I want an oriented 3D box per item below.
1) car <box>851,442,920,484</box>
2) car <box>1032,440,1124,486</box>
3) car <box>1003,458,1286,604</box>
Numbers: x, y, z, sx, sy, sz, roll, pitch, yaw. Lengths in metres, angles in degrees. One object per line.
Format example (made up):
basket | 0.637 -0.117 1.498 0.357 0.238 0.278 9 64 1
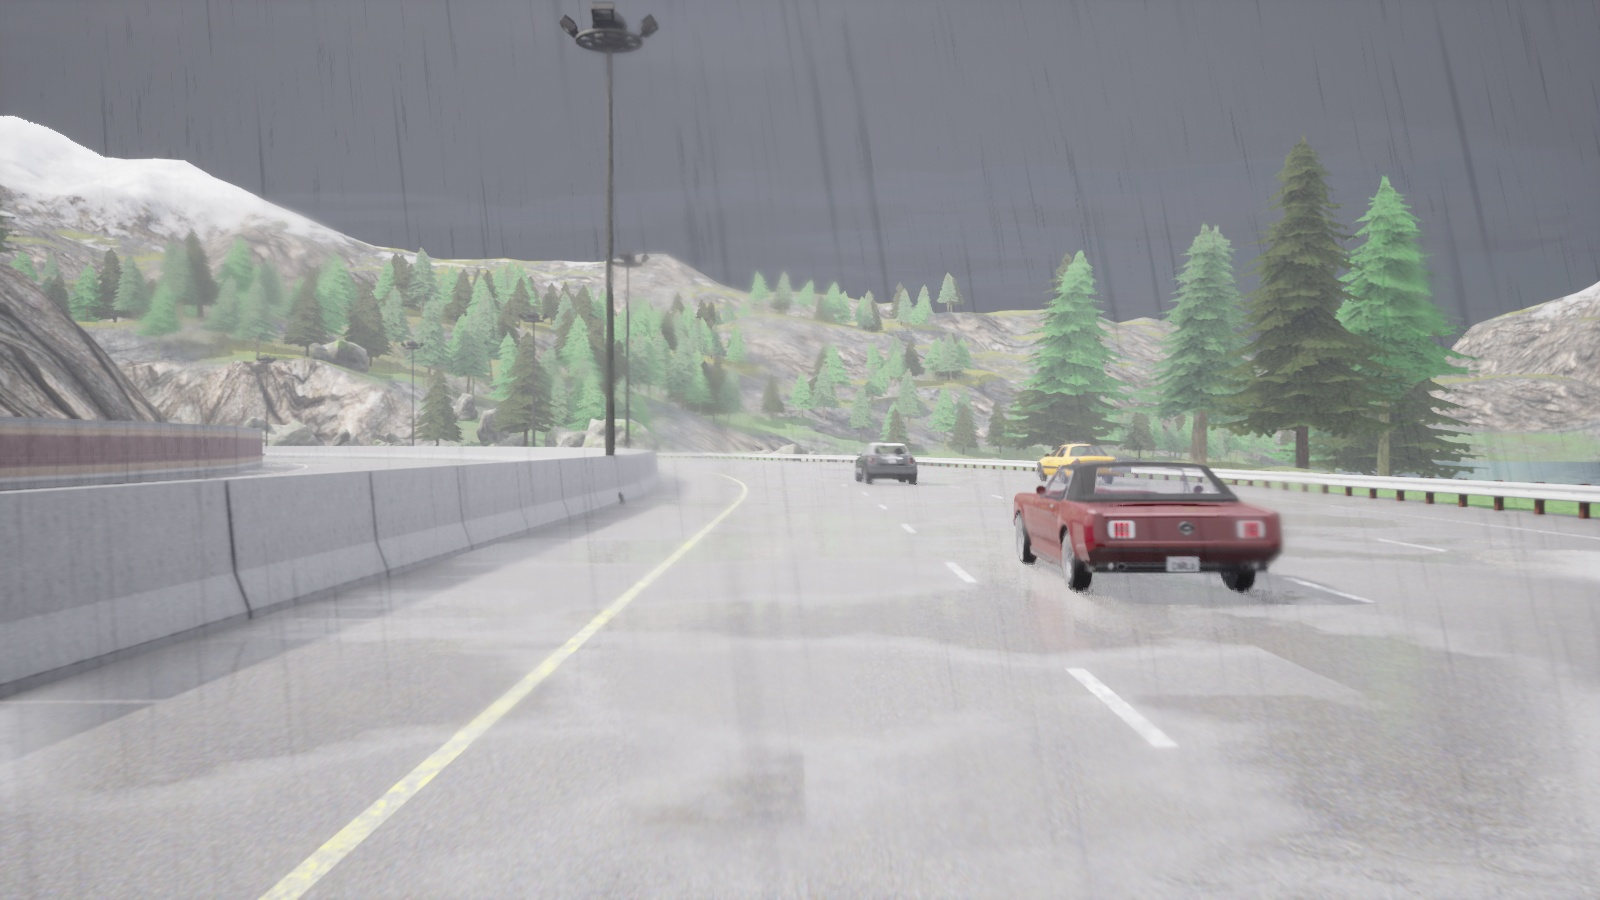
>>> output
car | 3.093 0.454 46.235 1.970 1.475 3.806 0 0 -5
car | 10.135 0.433 46.184 1.801 1.575 5.366 0 0 -5
car | 3.596 0.770 14.073 1.895 1.301 4.718 0 0 0
